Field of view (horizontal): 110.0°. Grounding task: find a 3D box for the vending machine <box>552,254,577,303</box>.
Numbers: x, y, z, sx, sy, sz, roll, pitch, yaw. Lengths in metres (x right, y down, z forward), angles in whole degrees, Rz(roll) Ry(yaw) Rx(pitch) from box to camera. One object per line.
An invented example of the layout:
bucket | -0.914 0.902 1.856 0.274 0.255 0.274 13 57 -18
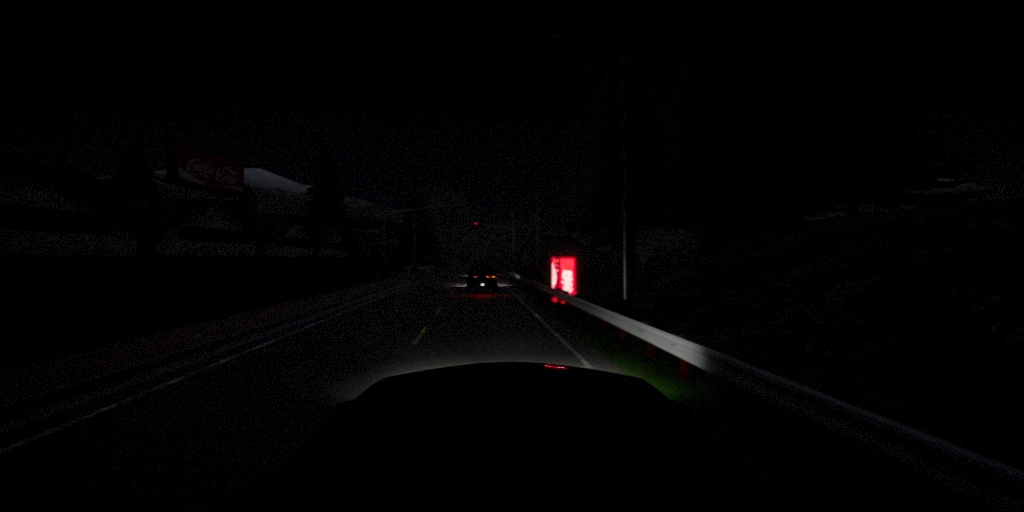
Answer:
vending machine | 2.290 1.007 15.643 1.100 2.100 0.880 0 0 -6

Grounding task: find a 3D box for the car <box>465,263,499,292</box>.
car | -1.882 1.389 22.660 1.837 1.490 4.892 0 -1 -5

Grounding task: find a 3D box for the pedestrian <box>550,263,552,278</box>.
pedestrian | 1.894 0.855 16.545 0.500 1.100 0.500 0 0 -6
